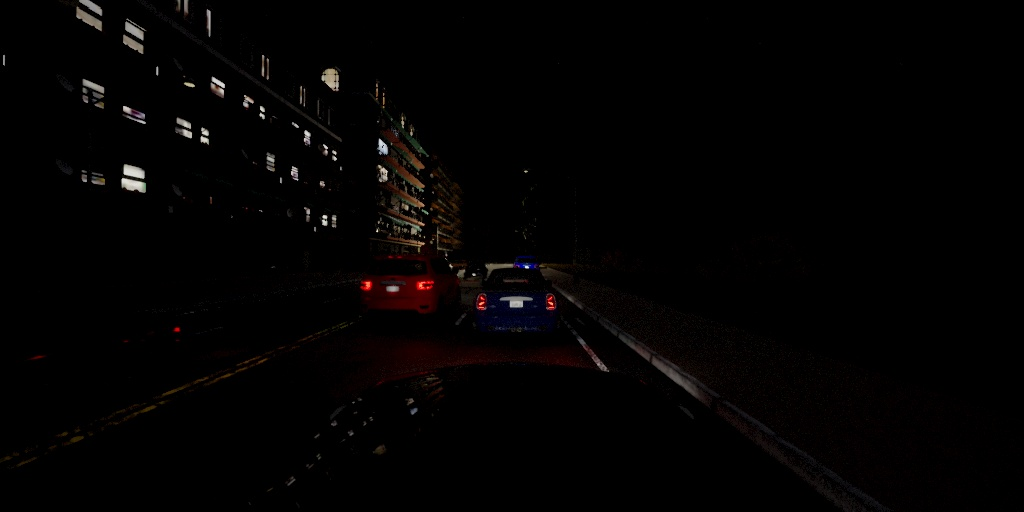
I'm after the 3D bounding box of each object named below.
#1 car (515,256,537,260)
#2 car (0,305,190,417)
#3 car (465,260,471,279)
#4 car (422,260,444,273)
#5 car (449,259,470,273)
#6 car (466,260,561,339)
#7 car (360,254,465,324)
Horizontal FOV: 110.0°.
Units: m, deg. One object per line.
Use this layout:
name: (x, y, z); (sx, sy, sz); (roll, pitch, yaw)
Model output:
car: (1.151, 0.980, 30.150); (2.150, 2.045, 5.566); (0, 0, 0)
car: (-6.599, 1.298, 3.877); (2.033, 1.411, 5.357); (0, 0, 0)
car: (-3.136, 1.262, 32.028); (1.837, 1.490, 4.892); (0, 1, 0)
car: (-9.828, 1.281, 44.975); (1.812, 1.442, 4.674); (0, 0, 0)
car: (-6.578, 1.233, 45.403); (1.882, 1.535, 5.008); (0, 0, 0)
car: (0.102, 1.104, 10.197); (2.097, 1.767, 4.553); (0, 0, 0)
car: (-3.146, 0.971, 12.143); (2.150, 2.045, 5.566); (0, 0, 0)
